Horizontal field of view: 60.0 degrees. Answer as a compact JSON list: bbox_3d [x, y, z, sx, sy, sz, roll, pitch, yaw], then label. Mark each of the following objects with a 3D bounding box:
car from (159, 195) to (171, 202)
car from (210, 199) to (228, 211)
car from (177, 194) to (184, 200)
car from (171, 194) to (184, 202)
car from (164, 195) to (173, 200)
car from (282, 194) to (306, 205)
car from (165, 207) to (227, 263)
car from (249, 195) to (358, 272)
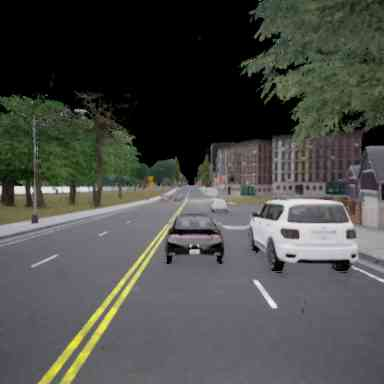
[{"bbox_3d":[-6.490,1.423,76.789,2.097,1.767,4.553,0,0,0],"label":"car"},{"bbox_3d":[3.256,1.620,40.512,1.812,1.442,4.674,0,0,0],"label":"car"},{"bbox_3d":[-3.238,1.410,92.586,1.882,1.535,5.008,0,1,0],"label":"car"},{"bbox_3d":[-3.240,1.568,76.760,1.837,1.490,4.892,0,0,0],"label":"car"},{"bbox_3d":[-6.488,1.472,92.587,2.033,1.411,5.357,0,1,0],"label":"car"},{"bbox_3d":[18.043,1.267,58.607,2.097,1.767,4.553,2,2,44],"label":"car"},{"bbox_3d":[0.087,1.525,12.071,2.128,1.511,4.902,0,0,0],"label":"car"},{"bbox_3d":[3.337,1.250,11.074,2.150,2.045,5.566,0,0,0],"label":"car"}]
